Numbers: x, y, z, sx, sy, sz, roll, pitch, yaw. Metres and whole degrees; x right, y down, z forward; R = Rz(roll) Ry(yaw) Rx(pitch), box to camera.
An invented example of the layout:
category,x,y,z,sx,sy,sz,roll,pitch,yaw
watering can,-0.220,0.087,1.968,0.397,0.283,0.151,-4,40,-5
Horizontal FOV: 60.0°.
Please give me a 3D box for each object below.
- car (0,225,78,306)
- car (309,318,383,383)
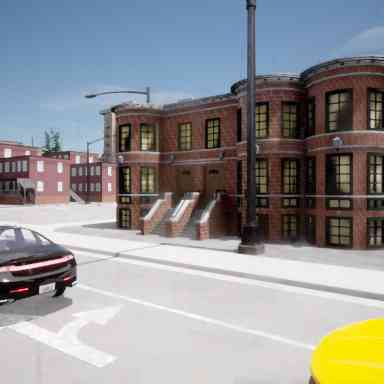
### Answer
category,x,y,z,sx,sy,sz,roll,pitch,yaw
car,-4.569,1.492,7.263,4.902,1.511,2.128,0,0,34
car,3.198,1.478,1.713,5.008,1.535,1.882,0,0,36
